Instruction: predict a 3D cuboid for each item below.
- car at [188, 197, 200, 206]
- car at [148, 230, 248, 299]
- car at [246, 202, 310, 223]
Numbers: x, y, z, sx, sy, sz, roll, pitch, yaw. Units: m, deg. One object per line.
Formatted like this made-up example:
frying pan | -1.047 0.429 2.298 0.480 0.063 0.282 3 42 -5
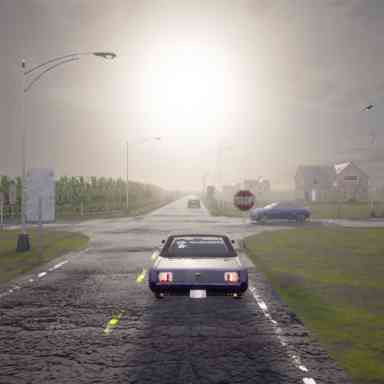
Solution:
car | 0.331 1.530 54.501 2.128 1.511 4.902 0 0 0
car | 0.154 1.602 8.391 1.895 1.301 4.718 0 0 1
car | 6.344 1.467 24.463 4.674 1.442 1.812 0 0 -10
